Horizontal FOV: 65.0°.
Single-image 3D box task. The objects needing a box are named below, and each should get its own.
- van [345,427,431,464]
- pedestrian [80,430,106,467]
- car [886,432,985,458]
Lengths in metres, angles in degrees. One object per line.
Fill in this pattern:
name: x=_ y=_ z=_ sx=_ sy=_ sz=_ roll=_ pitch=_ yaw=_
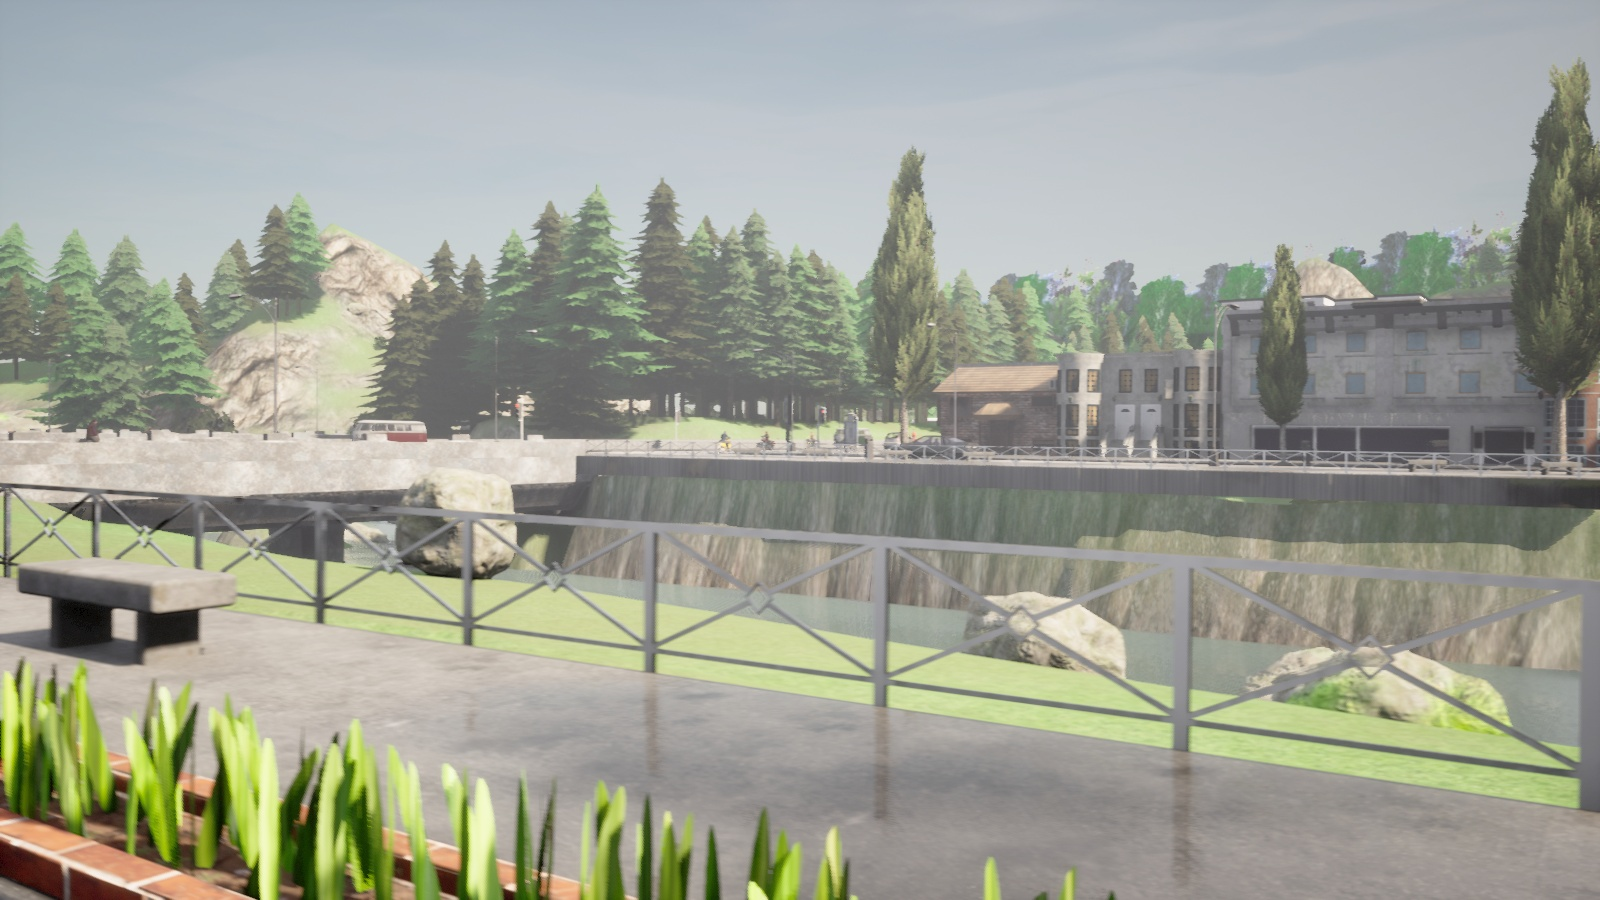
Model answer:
van: x=-23.386 y=-0.279 z=71.414 sx=1.775 sy=1.987 sz=4.442 roll=0 pitch=1 yaw=34
pedestrian: x=-35.252 y=-0.094 z=62.607 sx=0.634 sy=1.844 sz=0.899 roll=0 pitch=1 yaw=37
car: x=7.852 y=-0.289 z=73.013 sx=5.357 sy=1.411 sz=2.033 roll=0 pitch=1 yaw=34
